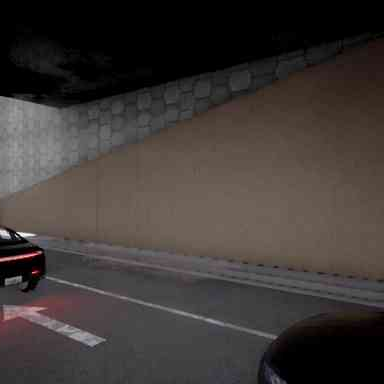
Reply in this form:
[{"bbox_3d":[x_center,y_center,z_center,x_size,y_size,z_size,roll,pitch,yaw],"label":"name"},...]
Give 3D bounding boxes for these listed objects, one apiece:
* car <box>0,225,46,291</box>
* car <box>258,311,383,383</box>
[{"bbox_3d":[-5.402,1.491,7.805,4.902,1.511,2.128,0,0,35],"label":"car"},{"bbox_3d":[2.775,1.492,1.934,4.902,1.511,2.128,0,0,36],"label":"car"}]
